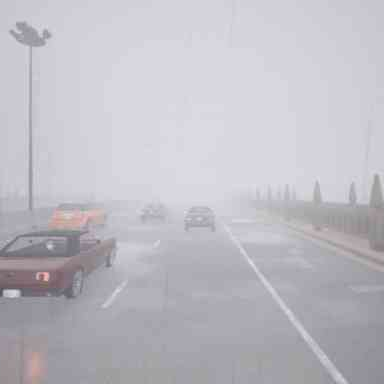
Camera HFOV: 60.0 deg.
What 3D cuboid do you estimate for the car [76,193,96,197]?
[{"bbox_3d":[-16.344,1.216,51.208,2.150,2.045,5.566,0,0,2],"label":"car"}]

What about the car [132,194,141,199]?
[{"bbox_3d":[-15.191,1.411,91.469,1.882,1.535,5.008,0,0,2],"label":"car"}]

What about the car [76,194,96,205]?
[{"bbox_3d":[-19.530,1.351,61.332,2.097,1.767,4.553,0,0,2],"label":"car"}]

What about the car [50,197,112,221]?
[{"bbox_3d":[-6.529,1.350,19.711,2.097,1.767,4.553,0,0,1],"label":"car"}]

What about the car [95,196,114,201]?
[{"bbox_3d":[-12.885,1.598,49.930,1.895,1.301,4.718,0,0,2],"label":"car"}]

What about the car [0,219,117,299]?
[{"bbox_3d":[-3.299,1.600,8.414,1.895,1.301,4.718,0,0,1],"label":"car"}]

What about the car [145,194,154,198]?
[{"bbox_3d":[-11.692,1.412,91.374,1.882,1.535,5.008,0,0,2],"label":"car"}]

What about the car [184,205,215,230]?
[{"bbox_3d":[0.498,1.548,20.847,2.033,1.411,5.357,0,0,2],"label":"car"}]

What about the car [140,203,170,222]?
[{"bbox_3d":[-2.853,1.547,26.430,2.033,1.411,5.357,0,0,2],"label":"car"}]
